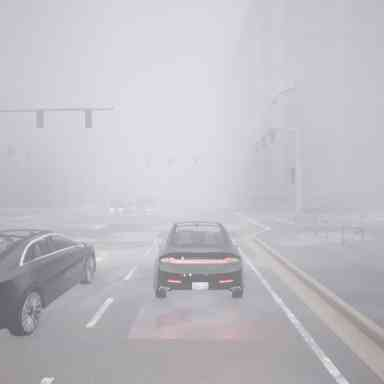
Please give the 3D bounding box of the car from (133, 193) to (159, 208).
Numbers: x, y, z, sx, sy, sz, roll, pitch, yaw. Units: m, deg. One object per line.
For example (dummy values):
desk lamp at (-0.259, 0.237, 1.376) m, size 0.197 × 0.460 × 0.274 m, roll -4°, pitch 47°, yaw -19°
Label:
car at (-6.721, 1.221, 49.435) m, size 2.150 × 2.045 × 5.566 m, roll 0°, pitch 0°, yaw 2°

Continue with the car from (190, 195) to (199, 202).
car at (0.568, 1.592, 76.374) m, size 1.895 × 1.301 × 4.718 m, roll 0°, pitch 0°, yaw 0°

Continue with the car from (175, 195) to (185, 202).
car at (-2.937, 1.496, 75.743) m, size 1.837 × 1.490 × 4.892 m, roll 0°, pitch 0°, yaw 0°

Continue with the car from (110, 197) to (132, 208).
car at (-10.249, 1.563, 47.117) m, size 1.994 × 1.385 × 4.181 m, roll 0°, pitch 0°, yaw 0°

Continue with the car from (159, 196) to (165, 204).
car at (-6.631, 1.491, 59.649) m, size 2.128 × 1.511 × 4.902 m, roll 0°, pitch 0°, yaw 1°

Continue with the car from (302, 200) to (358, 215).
car at (13.456, 1.492, 32.929) m, size 5.357 × 1.411 × 2.033 m, roll 0°, pitch 0°, yaw 0°

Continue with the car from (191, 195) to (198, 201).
car at (0.636, 1.460, 85.419) m, size 1.882 × 1.535 × 5.008 m, roll 0°, pitch 0°, yaw 0°

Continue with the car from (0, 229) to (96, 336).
car at (-3.396, 1.491, 6.649) m, size 2.128 × 1.511 × 4.902 m, roll 0°, pitch 0°, yaw 1°

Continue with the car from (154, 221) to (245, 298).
car at (0.139, 1.491, 8.467) m, size 2.128 × 1.511 × 4.902 m, roll 0°, pitch 0°, yaw 0°

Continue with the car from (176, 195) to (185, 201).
car at (-2.864, 1.522, 85.445) m, size 2.033 × 1.411 × 5.357 m, roll 0°, pitch 0°, yaw 0°
